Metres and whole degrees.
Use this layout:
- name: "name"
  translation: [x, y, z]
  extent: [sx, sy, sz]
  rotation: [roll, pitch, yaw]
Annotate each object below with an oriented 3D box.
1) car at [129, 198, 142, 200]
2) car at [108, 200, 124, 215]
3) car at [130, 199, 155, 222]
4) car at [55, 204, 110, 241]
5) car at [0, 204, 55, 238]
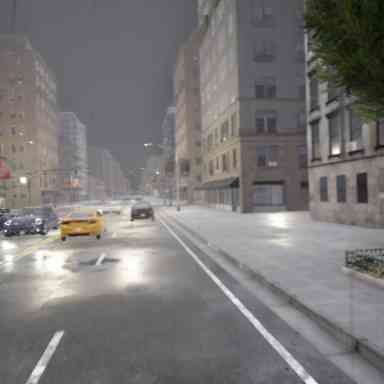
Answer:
- name: "car"
  translation: [-5.895, 1.788, 37.893]
  extent: [2.033, 1.411, 5.357]
  rotation: [-2, 0, -9]
- name: "car"
  translation: [-9.155, 1.943, 38.319]
  extent: [1.895, 1.301, 4.718]
  rotation: [-2, 0, -9]
- name: "car"
  translation: [-4.202, 1.652, 28.221]
  extent: [1.882, 1.535, 5.008]
  rotation: [-2, 0, -9]
- name: "car"
  translation: [-5.897, 1.691, 18.530]
  extent: [1.882, 1.535, 5.008]
  rotation: [-2, 0, -9]
- name: "car"
  translation: [-9.714, 1.686, 20.476]
  extent: [2.097, 1.767, 4.553]
  rotation: [-2, 0, -9]
